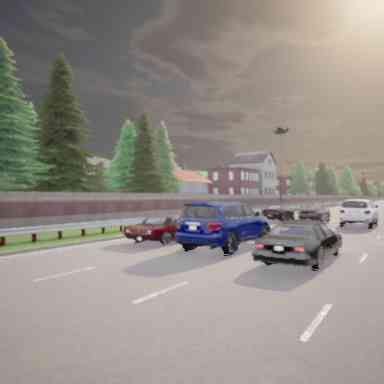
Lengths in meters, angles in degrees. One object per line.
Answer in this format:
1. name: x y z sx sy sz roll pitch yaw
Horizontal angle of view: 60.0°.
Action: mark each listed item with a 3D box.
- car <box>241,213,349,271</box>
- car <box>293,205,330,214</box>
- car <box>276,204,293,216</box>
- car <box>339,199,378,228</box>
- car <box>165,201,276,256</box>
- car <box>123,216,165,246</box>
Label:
1. car: 3.886 1.704 11.697 2.033 1.411 5.357 -1 -1 34
2. car: 10.331 1.876 27.979 1.837 1.490 4.892 -1 -1 34
3. car: 8.036 1.888 30.855 1.882 1.535 5.008 -1 -1 34
4. car: 12.622 1.552 25.112 2.150 2.045 5.566 -1 -1 34
5. car: 1.504 1.419 14.438 2.150 2.045 5.566 -1 -1 34
6. car: -1.136 1.831 16.781 1.895 1.301 4.718 -1 -1 34
